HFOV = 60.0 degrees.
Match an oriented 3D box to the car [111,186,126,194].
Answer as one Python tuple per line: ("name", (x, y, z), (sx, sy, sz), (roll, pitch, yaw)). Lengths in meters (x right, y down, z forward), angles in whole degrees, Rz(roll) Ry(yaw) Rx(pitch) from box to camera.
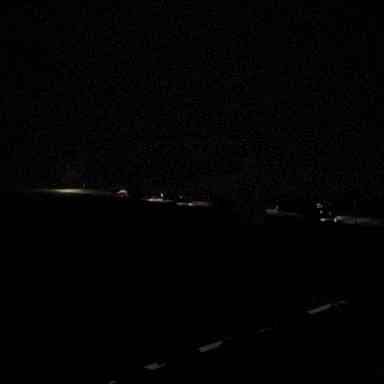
("car", (-14.151, -0.466, 64.325), (2.128, 1.511, 4.902), (-3, 3, -35))

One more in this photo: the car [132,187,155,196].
("car", (-8.277, -0.058, 56.002), (1.895, 1.301, 4.718), (-3, 4, -35))

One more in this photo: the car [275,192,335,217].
("car", (8.932, 0.925, 26.476), (2.097, 1.767, 4.553), (-3, 4, -35))

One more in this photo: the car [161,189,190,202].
("car", (-2.140, 0.441, 42.193), (1.837, 1.490, 4.892), (-3, 4, -35))

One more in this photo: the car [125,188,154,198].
("car", (-7.898, 0.219, 50.430), (1.895, 1.301, 4.718), (-3, 4, -35))

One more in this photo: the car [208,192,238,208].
("car", (3.623, 0.758, 33.999), (2.128, 1.511, 4.902), (-3, 4, -35))
